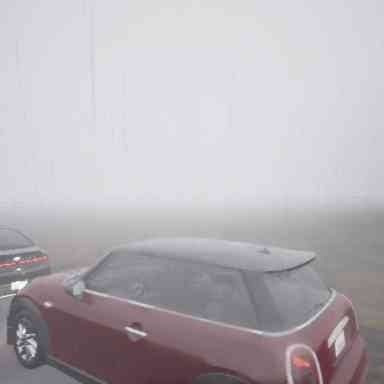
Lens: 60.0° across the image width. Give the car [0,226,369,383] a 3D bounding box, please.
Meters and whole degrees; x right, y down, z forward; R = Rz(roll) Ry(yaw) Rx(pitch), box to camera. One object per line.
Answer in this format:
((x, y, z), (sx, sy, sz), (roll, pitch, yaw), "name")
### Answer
((-0.387, 1.381, 4.251), (4.553, 1.767, 2.097), (0, 0, 36), "car")
